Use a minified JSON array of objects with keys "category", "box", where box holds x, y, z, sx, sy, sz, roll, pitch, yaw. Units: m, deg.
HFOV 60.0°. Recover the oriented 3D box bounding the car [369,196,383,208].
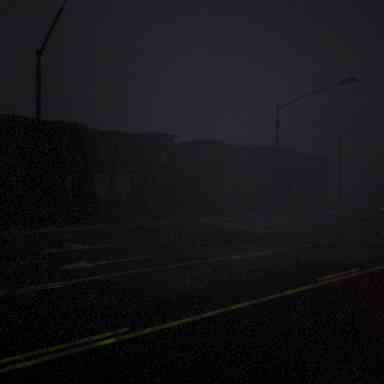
[{"category":"car","box":[27.234,1.482,47.578,1.837,1.490,4.892,0,0,0]}]
